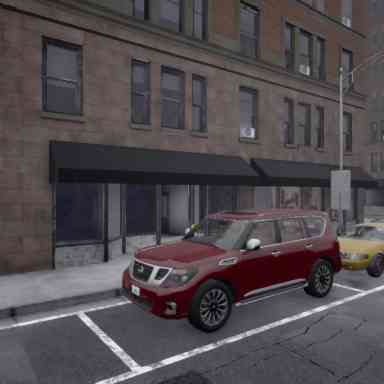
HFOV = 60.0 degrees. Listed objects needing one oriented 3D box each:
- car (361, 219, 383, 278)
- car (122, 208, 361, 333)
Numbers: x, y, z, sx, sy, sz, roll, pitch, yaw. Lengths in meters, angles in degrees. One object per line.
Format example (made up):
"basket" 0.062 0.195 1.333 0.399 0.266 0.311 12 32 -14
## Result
"car" 5.597 1.525 10.185 4.829 1.417 1.752 0 0 -35
"car" 1.112 1.315 6.990 5.009 1.841 2.192 0 0 -35
